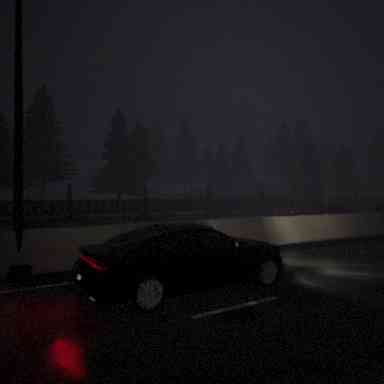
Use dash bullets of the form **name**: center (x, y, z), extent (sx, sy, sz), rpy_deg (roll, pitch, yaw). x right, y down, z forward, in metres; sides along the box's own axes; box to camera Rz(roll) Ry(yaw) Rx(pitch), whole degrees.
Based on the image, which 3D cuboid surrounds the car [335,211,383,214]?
- **car**: center (12.198, 1.581, 21.997), extent (4.718, 1.301, 1.895), rpy_deg (0, 0, -22)

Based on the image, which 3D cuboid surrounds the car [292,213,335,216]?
- **car**: center (9.982, 1.536, 24.813), extent (4.181, 1.385, 1.994), rpy_deg (0, 0, -22)

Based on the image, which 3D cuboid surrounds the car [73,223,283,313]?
- **car**: center (-0.067, 1.464, 7.663), extent (5.008, 1.535, 1.882), rpy_deg (0, 0, -32)
